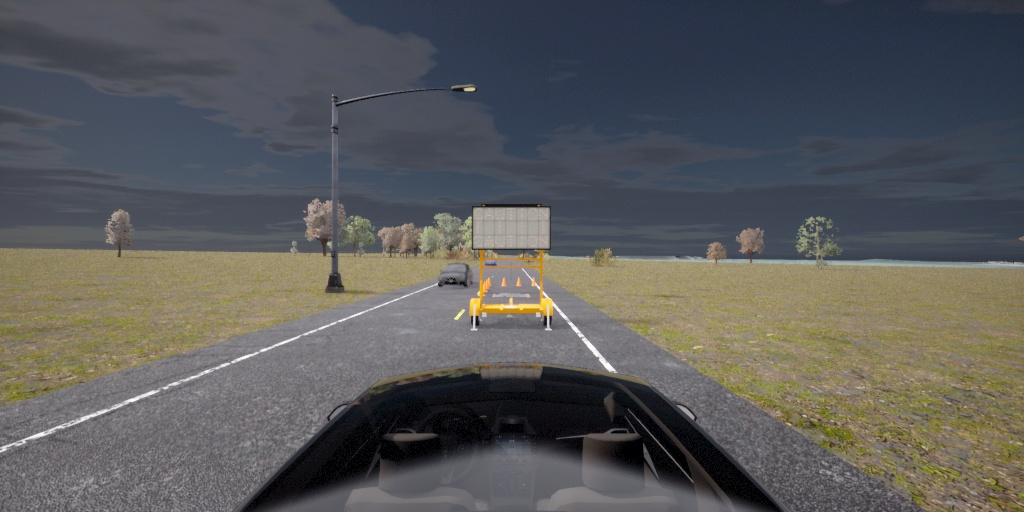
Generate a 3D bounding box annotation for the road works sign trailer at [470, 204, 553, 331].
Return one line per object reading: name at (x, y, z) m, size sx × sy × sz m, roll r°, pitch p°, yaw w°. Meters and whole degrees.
road works sign trailer at (-0.022, 0.215, 11.030) m, size 2.380 × 3.560 × 2.880 m, roll 0°, pitch 0°, yaw 0°

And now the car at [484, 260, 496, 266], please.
car at (-3.645, 1.232, 60.692) m, size 1.882 × 1.535 × 5.008 m, roll 0°, pitch 0°, yaw 0°

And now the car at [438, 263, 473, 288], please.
car at (-3.654, 1.257, 23.827) m, size 1.837 × 1.490 × 4.892 m, roll 0°, pitch 0°, yaw 0°
